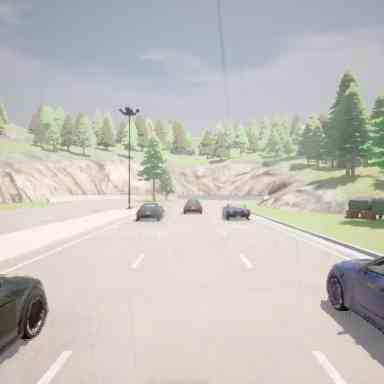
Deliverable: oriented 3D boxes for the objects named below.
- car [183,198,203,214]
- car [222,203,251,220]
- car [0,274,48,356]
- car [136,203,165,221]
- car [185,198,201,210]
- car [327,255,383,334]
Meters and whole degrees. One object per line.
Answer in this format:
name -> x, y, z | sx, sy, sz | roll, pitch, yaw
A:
car -> 0.108, 1.564, 35.279 | 1.994, 1.385, 4.181 | 0, 0, 0
car -> 3.607, 1.601, 27.937 | 1.895, 1.301, 4.718 | 0, 0, 0
car -> -3.402, 1.563, 3.899 | 1.994, 1.385, 4.181 | 0, 0, 0
car -> -3.392, 1.564, 27.648 | 1.994, 1.385, 4.181 | 0, 0, 0
car -> 0.166, 1.547, 44.520 | 2.033, 1.411, 5.357 | 0, 0, 1
car -> 3.599, 1.526, 4.742 | 1.812, 1.442, 4.674 | 0, 0, 0
